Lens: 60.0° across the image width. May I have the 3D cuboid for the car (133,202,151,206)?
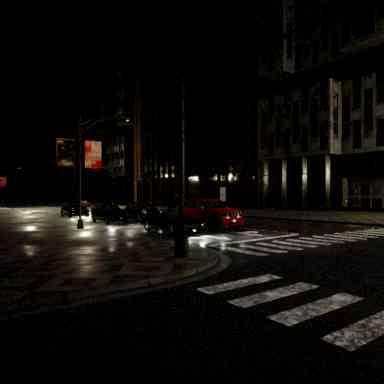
[{"bbox_3d":[-4.582,1.716,30.686,2.097,1.767,4.553,0,-1,-36],"label":"car"}]

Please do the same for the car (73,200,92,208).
[{"bbox_3d":[-21.964,2.405,66.459,2.033,1.411,5.357,0,-1,-36],"label":"car"}]

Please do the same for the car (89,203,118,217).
[{"bbox_3d":[-10.365,2.024,38.771,1.812,1.442,4.674,0,-1,-35],"label":"car"}]

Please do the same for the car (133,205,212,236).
[{"bbox_3d":[-1.411,1.793,20.665,2.033,1.411,5.357,0,-1,-36],"label":"car"}]

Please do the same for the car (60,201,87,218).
[{"bbox_3d":[-13.012,1.866,36.887,2.097,1.767,4.553,0,-1,-35],"label":"car"}]

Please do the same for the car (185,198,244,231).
[{"bbox_3d":[1.074,1.455,22.822,2.150,2.045,5.566,0,-1,-34],"label":"car"}]

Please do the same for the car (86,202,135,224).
[{"bbox_3d":[-7.101,1.855,28.616,1.882,1.535,5.008,0,-1,-36],"label":"car"}]
